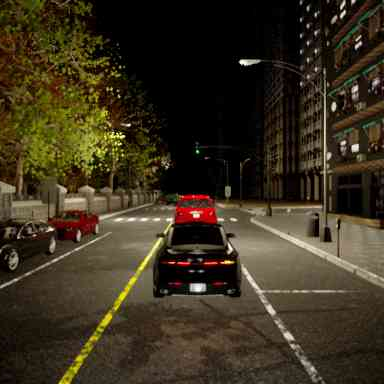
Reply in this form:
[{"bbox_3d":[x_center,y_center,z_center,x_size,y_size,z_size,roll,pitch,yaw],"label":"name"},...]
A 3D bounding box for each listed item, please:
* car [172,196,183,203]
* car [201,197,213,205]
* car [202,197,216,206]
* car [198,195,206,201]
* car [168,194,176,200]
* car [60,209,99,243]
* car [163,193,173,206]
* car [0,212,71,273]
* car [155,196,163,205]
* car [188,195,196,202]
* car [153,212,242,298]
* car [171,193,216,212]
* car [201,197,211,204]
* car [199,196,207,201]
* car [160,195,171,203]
[{"bbox_3d":[-2.971,1.582,68.957,1.994,1.385,4.181,0,0,0],"label":"car"},{"bbox_3d":[2.717,1.584,59.652,1.947,1.339,4.313,0,0,0],"label":"car"},{"bbox_3d":[2.714,1.580,54.019,1.947,1.339,4.313,0,0,0],"label":"car"},{"bbox_3d":[2.730,1.491,87.814,1.967,1.590,4.097,0,0,0],"label":"car"},{"bbox_3d":[-5.648,1.500,93.450,1.967,1.590,4.097,0,0,0],"label":"car"},{"bbox_3d":[-5.812,1.543,16.105,1.887,1.381,4.507,0,0,0],"label":"car"},{"bbox_3d":[-3.063,1.236,54.088,2.150,2.045,5.566,0,0,0],"label":"car"},{"bbox_3d":[-5.763,1.549,10.565,2.008,1.369,4.403,0,0,0],"label":"car"},{"bbox_3d":[-5.664,1.600,59.656,1.802,1.307,4.206,0,0,0],"label":"car"},{"bbox_3d":[0.034,1.510,80.890,1.882,1.535,5.008,0,0,0],"label":"car"},{"bbox_3d":[0.102,1.503,8.518,1.837,1.490,4.892,0,0,0],"label":"car"},{"bbox_3d":[0.115,1.221,18.489,2.150,2.045,5.566,0,0,-2],"label":"car"},{"bbox_3d":[2.719,1.589,65.285,1.947,1.339,4.313,0,0,0],"label":"car"},{"bbox_3d":[2.727,1.588,82.183,1.887,1.381,4.507,0,0,0],"label":"car"},{"bbox_3d":[-5.658,1.469,70.921,1.967,1.590,4.097,0,0,0],"label":"car"}]
